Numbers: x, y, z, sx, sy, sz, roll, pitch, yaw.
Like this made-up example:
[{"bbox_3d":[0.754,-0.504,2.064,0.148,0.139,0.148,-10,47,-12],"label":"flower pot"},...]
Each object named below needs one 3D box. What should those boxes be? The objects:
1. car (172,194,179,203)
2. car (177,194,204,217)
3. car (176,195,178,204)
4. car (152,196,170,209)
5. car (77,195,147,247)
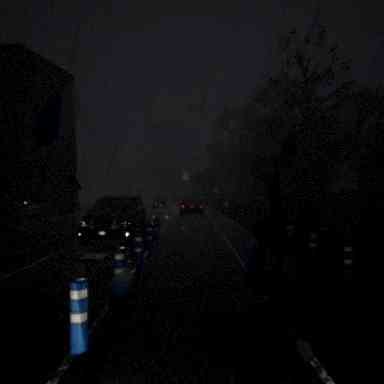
[{"bbox_3d":[-1.710,0.997,49.275,1.882,1.535,5.008,-1,2,-16],"label":"car"},{"bbox_3d":[-0.032,1.288,30.736,2.097,1.767,4.553,0,0,-1],"label":"car"},{"bbox_3d":[-0.476,1.353,40.230,1.994,1.385,4.181,0,2,-7],"label":"car"},{"bbox_3d":[-3.859,1.286,41.219,1.837,1.490,4.892,0,1,-4],"label":"car"},{"bbox_3d":[-3.390,1.185,15.275,2.150,2.045,5.566,0,0,0],"label":"car"}]
